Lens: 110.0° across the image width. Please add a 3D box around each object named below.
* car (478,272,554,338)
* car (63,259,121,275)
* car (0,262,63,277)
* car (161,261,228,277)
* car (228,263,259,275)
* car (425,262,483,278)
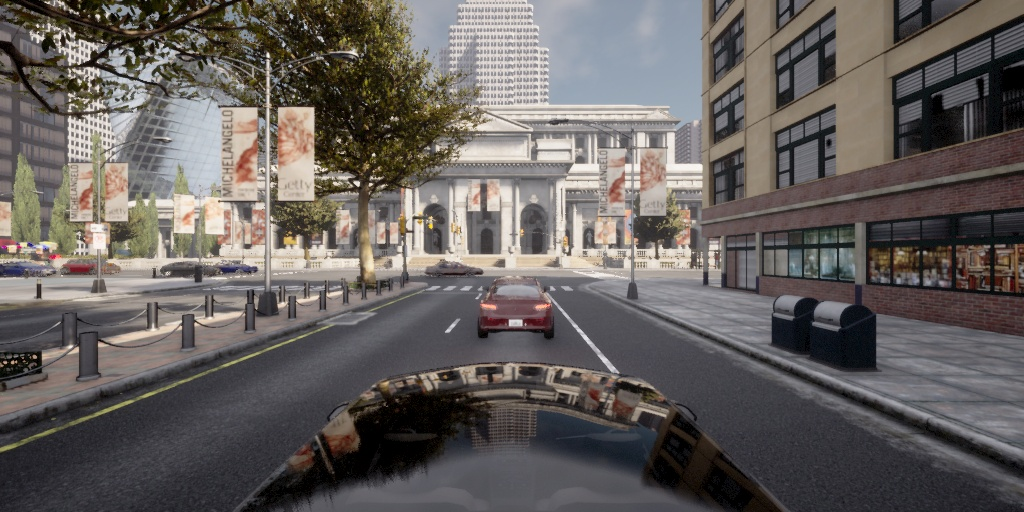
[{"bbox_3d":[0.118,1.276,10.021,1.812,1.442,4.674,0,0,1],"label":"car"},{"bbox_3d":[-44.240,1.101,37.787,4.553,1.767,2.097,0,0,0],"label":"car"},{"bbox_3d":[-46.698,1.275,34.302,4.674,1.442,1.812,0,0,0],"label":"car"},{"bbox_3d":[-30.488,1.256,34.176,4.892,1.490,1.837,0,0,1],"label":"car"},{"bbox_3d":[-29.448,1.351,37.667,4.718,1.301,1.895,0,0,1],"label":"car"},{"bbox_3d":[-5.395,1.297,33.886,5.357,1.411,2.033,0,0,1],"label":"car"}]
